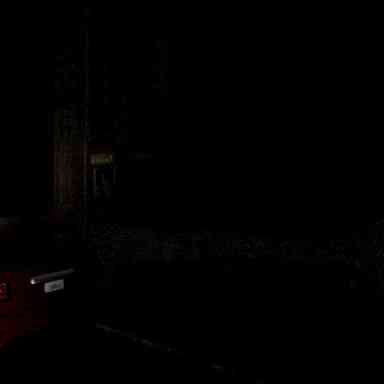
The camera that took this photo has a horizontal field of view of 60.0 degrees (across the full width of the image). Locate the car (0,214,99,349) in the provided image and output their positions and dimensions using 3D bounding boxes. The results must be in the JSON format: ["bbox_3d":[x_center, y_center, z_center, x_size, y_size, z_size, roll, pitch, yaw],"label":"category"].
[{"bbox_3d":[-3.748,1.305,5.714,5.009,1.841,2.192,0,0,35],"label":"car"}]
